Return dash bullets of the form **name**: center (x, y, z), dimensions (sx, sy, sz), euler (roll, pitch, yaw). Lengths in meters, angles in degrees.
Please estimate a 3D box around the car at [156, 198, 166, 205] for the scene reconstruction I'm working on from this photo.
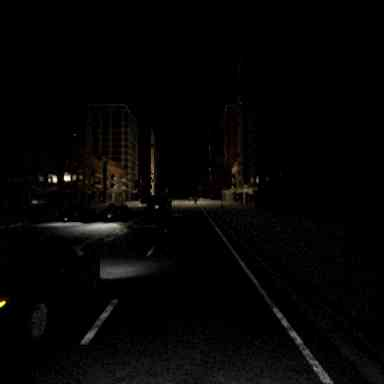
- **car**: center (-6.494, 1.985, 70.227), dimensions (1.837, 1.490, 4.892), euler (0, 0, 0)

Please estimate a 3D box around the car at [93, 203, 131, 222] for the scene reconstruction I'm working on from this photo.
- **car**: center (-6.593, 1.698, 28.972), dimensions (2.128, 1.511, 4.902), euler (0, 0, 0)

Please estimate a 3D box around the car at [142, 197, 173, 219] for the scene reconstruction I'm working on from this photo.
- **car**: center (-3.145, 1.453, 32.403), dimensions (2.150, 2.045, 5.566), euler (0, 0, 0)

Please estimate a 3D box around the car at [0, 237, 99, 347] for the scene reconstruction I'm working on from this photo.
- **car**: center (-3.177, 1.570, 6.256), dimensions (1.812, 1.442, 4.674), euler (0, 0, 0)

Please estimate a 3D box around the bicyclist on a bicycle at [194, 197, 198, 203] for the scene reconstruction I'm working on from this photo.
- **bicyclist on a bicycle**: center (0.897, 1.997, 78.118), dimensions (0.866, 1.612, 1.509), euler (0, 0, 0)

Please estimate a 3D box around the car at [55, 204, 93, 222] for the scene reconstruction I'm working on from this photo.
- **car**: center (-9.849, 1.751, 28.646), dimensions (2.033, 1.411, 5.357), euler (0, 0, 0)

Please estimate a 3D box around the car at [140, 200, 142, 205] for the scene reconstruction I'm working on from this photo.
- **car**: center (-9.744, 1.989, 69.811), dimensions (1.837, 1.490, 4.892), euler (0, 0, 0)

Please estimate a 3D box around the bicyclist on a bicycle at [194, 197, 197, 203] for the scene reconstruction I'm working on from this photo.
- **bicyclist on a bicycle**: center (0.903, 2.078, 87.120), dimensions (0.582, 1.620, 1.656), euler (0, -1, 0)
